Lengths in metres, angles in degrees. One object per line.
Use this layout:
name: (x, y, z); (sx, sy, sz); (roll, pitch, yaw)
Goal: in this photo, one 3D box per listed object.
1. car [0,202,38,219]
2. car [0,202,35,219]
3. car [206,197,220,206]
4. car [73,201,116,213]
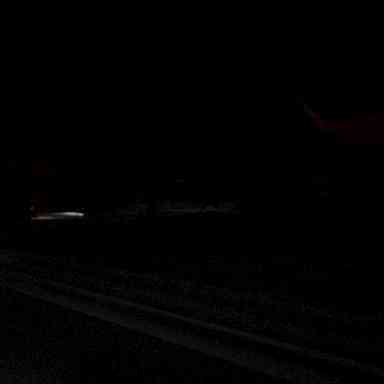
car: (-17.494, 1.719, 31.905); (1.812, 1.442, 4.674); (0, 0, 34)
car: (-15.729, 1.680, 27.962); (1.837, 1.490, 4.892); (0, 0, 34)
car: (3.745, 1.687, 58.355); (1.837, 1.490, 4.892); (0, 0, 14)
car: (-11.733, 1.742, 40.472); (2.033, 1.411, 5.357); (0, 0, 34)
